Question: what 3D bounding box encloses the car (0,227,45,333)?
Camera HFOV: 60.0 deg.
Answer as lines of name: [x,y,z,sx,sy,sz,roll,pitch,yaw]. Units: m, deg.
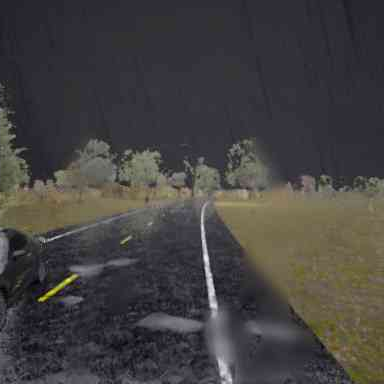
car: [-4.203,1.482,6.538,1.812,1.442,4.674,0,0,-12]
